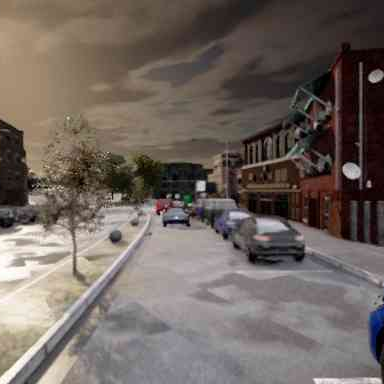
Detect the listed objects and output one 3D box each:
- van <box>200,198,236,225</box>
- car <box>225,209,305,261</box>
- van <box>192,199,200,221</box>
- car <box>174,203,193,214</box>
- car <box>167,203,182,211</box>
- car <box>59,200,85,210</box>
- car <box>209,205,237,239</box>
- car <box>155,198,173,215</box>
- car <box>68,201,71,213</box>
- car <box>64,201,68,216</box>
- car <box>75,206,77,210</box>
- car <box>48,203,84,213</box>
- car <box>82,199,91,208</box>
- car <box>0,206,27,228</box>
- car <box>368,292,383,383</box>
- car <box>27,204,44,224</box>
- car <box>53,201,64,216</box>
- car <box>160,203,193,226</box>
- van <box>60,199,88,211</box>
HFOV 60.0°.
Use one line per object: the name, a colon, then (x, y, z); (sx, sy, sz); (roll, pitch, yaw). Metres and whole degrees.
van: (1.905, 1.459, 23.534); (1.878, 1.987, 4.442); (0, -1, -4)
car: (2.666, 1.575, 12.343); (2.002, 1.452, 4.674); (0, 0, -3)
van: (1.350, 1.567, 29.044); (1.878, 1.987, 4.442); (0, -1, -6)
car: (-1.266, 2.240, 46.600); (2.033, 1.411, 5.357); (0, -1, -10)
car: (-2.942, 2.469, 55.447); (1.895, 1.301, 4.718); (0, -1, -12)
car: (-17.383, 2.207, 43.898); (5.366, 1.575, 1.946); (0, -1, -10)
car: (2.332, 1.638, 17.875); (2.002, 1.452, 4.674); (0, -1, -4)
car: (-3.531, 1.855, 43.015); (2.150, 2.045, 5.566); (0, -1, -9)
car: (-16.620, 2.123, 38.488); (4.792, 1.488, 2.163); (0, -1, -9)
car: (-16.260, 2.061, 35.784); (4.792, 1.488, 2.163); (0, -1, -8)
car: (-17.096, 2.193, 41.177); (4.674, 1.452, 2.002); (0, -1, -9)
car: (-18.587, 2.360, 49.213); (4.674, 1.452, 2.002); (0, -1, -11)
car: (-19.731, 2.168, 54.436); (5.566, 2.045, 2.435); (0, -1, -12)
car: (-14.531, 1.468, 22.117); (5.566, 2.045, 2.435); (0, -1, -5)
car: (3.016, 1.226, 1.304); (2.435, 2.045, 5.566); (0, 0, 0)
car: (-15.101, 1.863, 27.546); (4.792, 1.488, 2.163); (0, -1, -6)
car: (-15.835, 1.969, 33.086); (4.892, 1.521, 2.231); (0, -1, -7)
car: (-1.285, 1.815, 25.521); (1.994, 1.385, 4.181); (0, -1, -5)
van: (-20.193, 2.239, 57.145); (4.442, 1.987, 1.878); (0, -1, -13)
